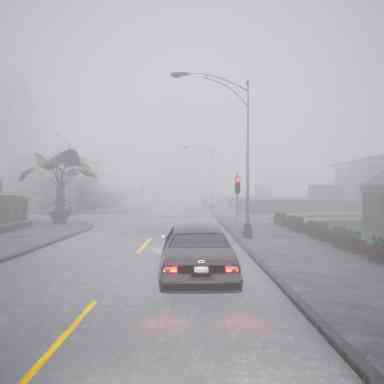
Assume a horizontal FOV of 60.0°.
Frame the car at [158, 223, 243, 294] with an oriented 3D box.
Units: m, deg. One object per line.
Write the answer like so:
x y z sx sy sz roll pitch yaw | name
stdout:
0.111 1.547 8.948 2.033 1.411 5.357 0 0 -2 | car

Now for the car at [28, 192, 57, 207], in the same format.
-19.770 0.986 43.858 1.905 1.878 3.866 0 0 35 | car
